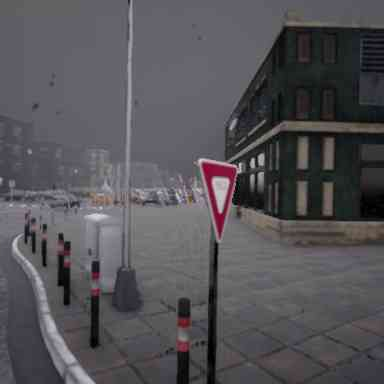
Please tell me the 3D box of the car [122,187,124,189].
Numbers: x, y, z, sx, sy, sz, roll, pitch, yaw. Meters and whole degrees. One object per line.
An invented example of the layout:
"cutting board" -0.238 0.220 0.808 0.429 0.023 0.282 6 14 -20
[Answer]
"car" -19.382 0.073 81.871 4.892 1.521 2.231 1 1 8

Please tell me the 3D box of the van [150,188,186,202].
"van" -3.648 0.713 50.012 4.442 1.987 1.878 1 1 8

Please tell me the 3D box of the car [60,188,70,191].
"car" -23.212 0.358 54.563 4.553 1.767 2.185 1 1 8

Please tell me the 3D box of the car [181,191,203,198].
"car" -0.039 0.591 74.641 4.674 1.452 2.002 1 1 8

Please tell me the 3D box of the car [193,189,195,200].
"car" -2.369 0.812 58.257 5.008 1.535 2.097 1 1 8

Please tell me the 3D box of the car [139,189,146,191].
"car" -9.192 0.605 65.001 1.812 1.442 4.674 1 1 8

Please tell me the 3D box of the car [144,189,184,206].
"car" -3.913 0.852 47.114 4.553 1.767 2.185 1 1 8

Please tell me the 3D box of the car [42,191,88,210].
"car" -13.070 0.975 34.604 2.128 1.511 4.902 1 1 4

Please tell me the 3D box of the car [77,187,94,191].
"car" -22.111 0.107 62.762 5.566 2.045 2.435 1 1 8

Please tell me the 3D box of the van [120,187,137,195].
"van" -17.708 -0.294 92.893 4.442 1.987 1.878 1 1 8

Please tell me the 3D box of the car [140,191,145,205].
"car" -7.501 0.896 55.191 1.895 1.301 4.718 1 1 8

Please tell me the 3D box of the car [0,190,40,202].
"car" -24.369 0.462 46.369 4.553 1.767 2.185 1 1 8

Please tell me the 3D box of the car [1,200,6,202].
"car" -9.059 1.269 13.173 2.128 1.511 4.902 1 1 -21

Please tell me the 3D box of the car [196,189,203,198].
"car" -1.025 0.681 66.360 5.366 1.575 1.946 1 1 8

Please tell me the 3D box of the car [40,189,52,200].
"car" -24.022 0.555 49.111 5.008 1.535 2.097 1 1 8

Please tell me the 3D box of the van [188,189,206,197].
"van" 1.257 0.209 82.872 4.442 1.987 1.878 1 1 8

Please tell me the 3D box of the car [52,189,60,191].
"car" -23.629 0.559 51.839 4.674 1.452 2.002 1 1 8

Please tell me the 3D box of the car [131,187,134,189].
"car" -18.611 0.000 87.330 4.892 1.521 2.231 1 1 8

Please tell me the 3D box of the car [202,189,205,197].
"car" -0.823 0.383 69.261 5.566 2.045 2.435 1 1 8

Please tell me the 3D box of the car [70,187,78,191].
"car" -22.865 0.445 57.305 4.892 1.521 2.231 1 1 8

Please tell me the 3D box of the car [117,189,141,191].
"car" -10.581 0.721 54.868 1.882 1.535 5.008 1 1 9

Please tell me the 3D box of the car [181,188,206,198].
"car" 0.388 0.260 77.382 5.566 2.045 2.435 1 1 8

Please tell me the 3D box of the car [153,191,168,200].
"car" -6.104 0.606 65.404 1.882 1.535 5.008 1 1 8

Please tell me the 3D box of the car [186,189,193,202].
"car" -2.739 0.734 55.375 4.553 1.767 2.185 1 1 8

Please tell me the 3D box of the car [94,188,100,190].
"car" -21.518 0.317 65.467 5.366 1.575 1.946 1 1 8

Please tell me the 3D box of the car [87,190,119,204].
"car" -11.949 0.846 45.220 1.882 1.535 5.008 1 1 8

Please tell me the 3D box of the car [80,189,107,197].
"car" -20.936 0.231 70.953 5.008 1.535 2.097 1 1 8

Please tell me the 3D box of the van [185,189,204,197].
"van" 0.635 0.242 80.155 4.442 1.987 1.878 1 1 8

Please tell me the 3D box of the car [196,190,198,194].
"car" -1.984 0.770 60.883 4.892 1.521 2.231 1 1 8

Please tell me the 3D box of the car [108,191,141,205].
"car" -8.976 0.978 44.860 2.033 1.411 5.357 1 1 8
